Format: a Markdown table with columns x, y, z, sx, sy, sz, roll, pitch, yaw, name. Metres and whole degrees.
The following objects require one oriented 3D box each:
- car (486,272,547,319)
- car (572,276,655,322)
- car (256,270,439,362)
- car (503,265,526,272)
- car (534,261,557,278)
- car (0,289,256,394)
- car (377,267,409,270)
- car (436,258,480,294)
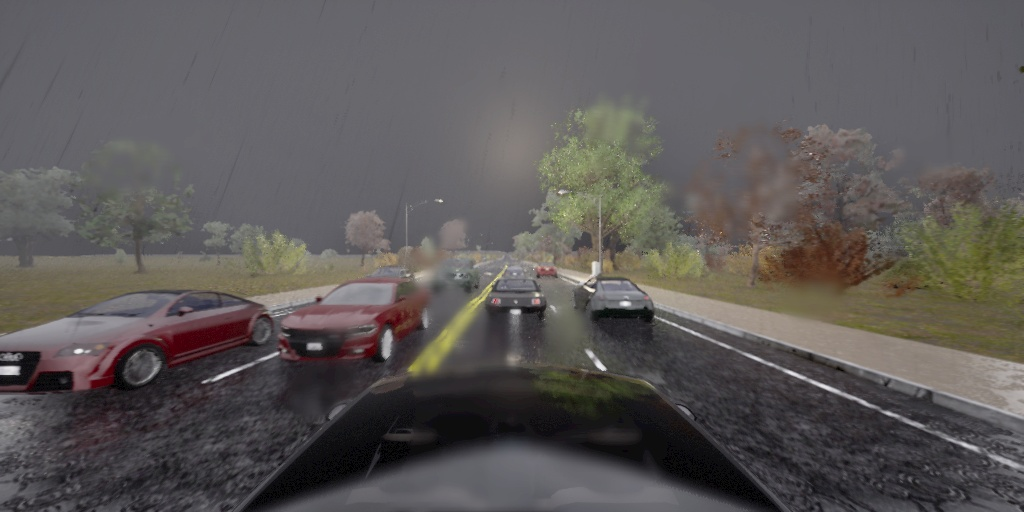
| x | y | z | sx | sy | sz | roll | pitch | yaw | name |
| --- | --- | --- | --- | --- | --- | --- | --- | --- | --- |
| 0.141 | 1.434 | 13.152 | 1.895 | 1.301 | 4.718 | 0 | 0 | 0 | car |
| 3.389 | 1.404 | 12.671 | 1.994 | 1.385 | 4.181 | 0 | 0 | 0 | car |
| -3.298 | 1.267 | 8.531 | 1.882 | 1.535 | 5.008 | 0 | 0 | 1 | car |
| 0.230 | 1.502 | 31.096 | 2.033 | 1.411 | 5.357 | 0 | 0 | 0 | car |
| 3.513 | 1.360 | 37.842 | 2.097 | 1.767 | 4.553 | 0 | 0 | 0 | car |
| -6.567 | 1.331 | 6.681 | 1.994 | 1.385 | 4.181 | 0 | -1 | 0 | car |
| -6.497 | 1.347 | 19.187 | 2.128 | 1.511 | 4.902 | 0 | 0 | 1 | car |
| -3.215 | 1.105 | 21.642 | 2.150 | 2.045 | 5.566 | 0 | -1 | 1 | car |
